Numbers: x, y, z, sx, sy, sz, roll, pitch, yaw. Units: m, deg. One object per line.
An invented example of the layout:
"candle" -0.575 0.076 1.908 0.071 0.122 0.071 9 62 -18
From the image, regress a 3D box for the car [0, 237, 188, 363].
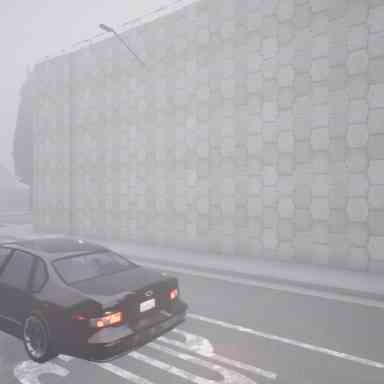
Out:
"car" -2.638 1.547 5.859 5.357 1.411 2.033 0 0 35
